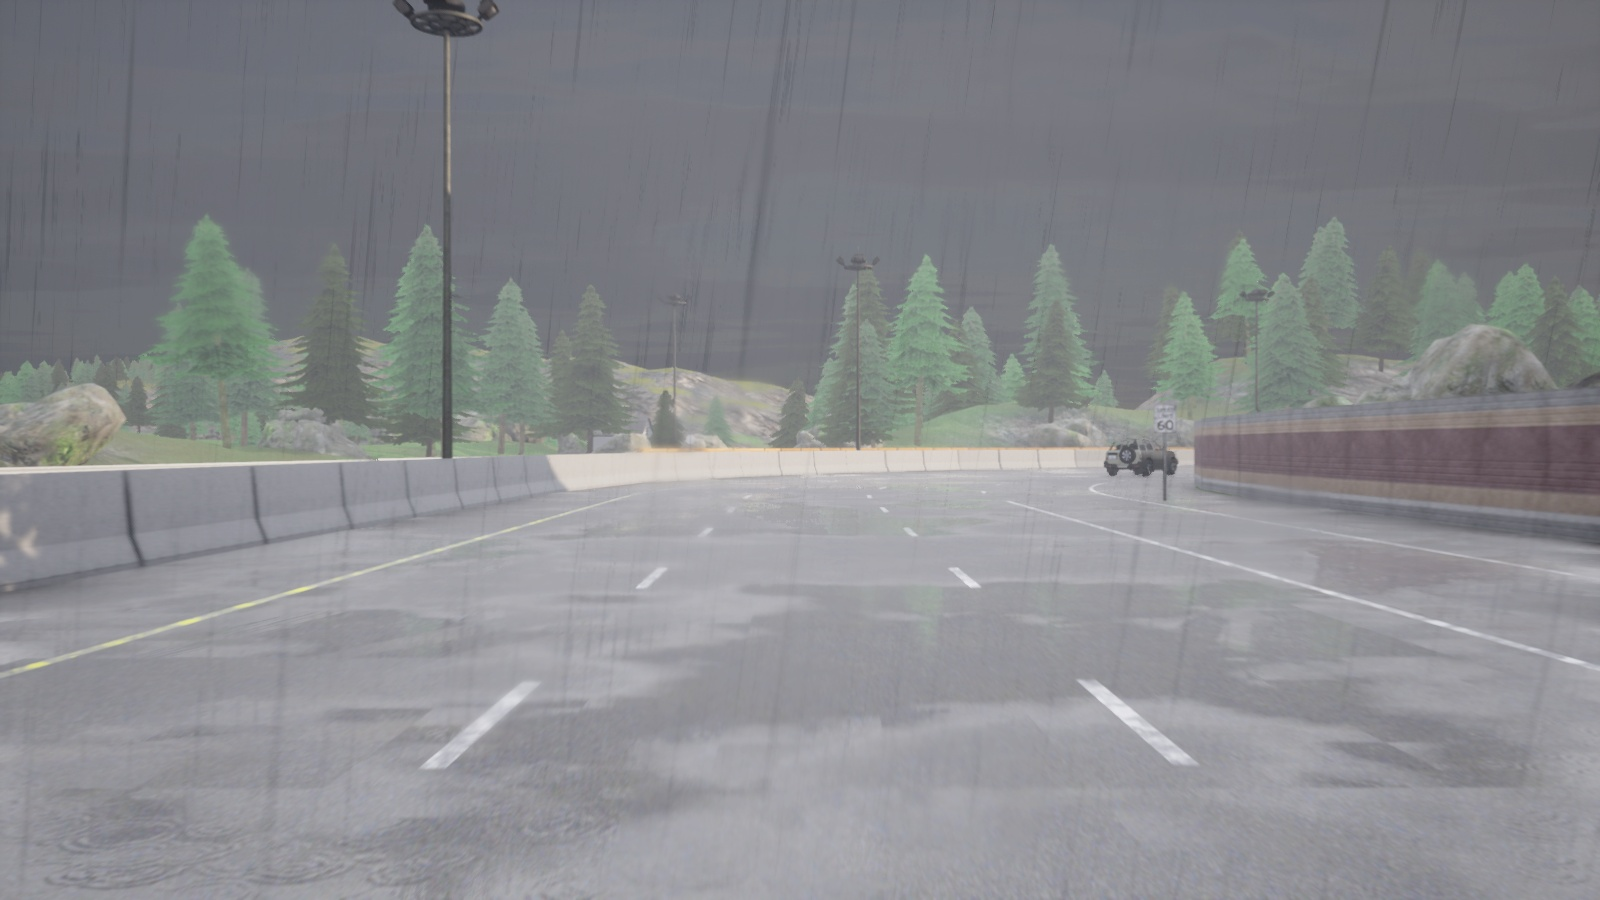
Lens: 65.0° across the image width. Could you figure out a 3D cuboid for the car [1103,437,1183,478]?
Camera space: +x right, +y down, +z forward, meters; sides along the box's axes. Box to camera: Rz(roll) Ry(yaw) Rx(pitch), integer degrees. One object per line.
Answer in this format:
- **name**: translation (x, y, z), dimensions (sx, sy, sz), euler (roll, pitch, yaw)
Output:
- **car**: translation (16.160, 0.333, 58.957), dimensions (1.932, 1.855, 4.605), euler (0, 0, 39)
